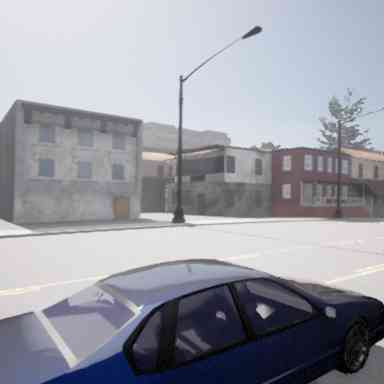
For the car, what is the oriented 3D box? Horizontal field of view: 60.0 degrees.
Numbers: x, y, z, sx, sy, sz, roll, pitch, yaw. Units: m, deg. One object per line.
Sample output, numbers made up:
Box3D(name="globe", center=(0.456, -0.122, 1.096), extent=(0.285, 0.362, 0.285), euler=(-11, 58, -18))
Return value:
Box3D(name="car", center=(0.178, 1.552, 3.873), extent=(5.357, 1.411, 2.033), euler=(0, 0, -35))
